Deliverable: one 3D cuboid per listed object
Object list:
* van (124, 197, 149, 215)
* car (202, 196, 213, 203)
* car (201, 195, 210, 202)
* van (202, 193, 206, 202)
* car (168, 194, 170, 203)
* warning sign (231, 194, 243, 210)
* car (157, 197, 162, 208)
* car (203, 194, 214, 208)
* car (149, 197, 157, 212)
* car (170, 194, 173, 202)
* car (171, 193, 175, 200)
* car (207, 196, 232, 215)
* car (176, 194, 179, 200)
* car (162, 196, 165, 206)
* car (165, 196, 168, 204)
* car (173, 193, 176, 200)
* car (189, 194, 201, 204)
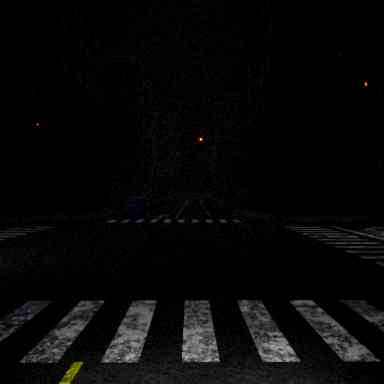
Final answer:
[{"bbox_3d":[-5.681,1.343,33.456,1.690,1.788,3.998,0,0,0],"label":"van"},{"bbox_3d":[3.030,1.552,67.427,2.008,1.369,4.403,0,0,0],"label":"car"},{"bbox_3d":[3.091,1.437,78.765,1.967,1.590,4.097,0,0,0],"label":"car"},{"bbox_3d":[2.968,1.344,56.088,1.690,1.788,3.998,0,0,0],"label":"van"},{"bbox_3d":[-5.528,1.527,61.627,1.752,1.417,4.829,0,0,0],"label":"car"},{"bbox_3d":[5.278,1.118,39.392,1.300,1.860,1.060,0,0,0],"label":"warning sign"},{"bbox_3d":[-5.619,1.569,44.792,1.947,1.339,4.313,0,0,0],"label":"car"},{"bbox_3d":[2.906,1.443,44.749,1.967,1.590,4.097,0,0,0],"label":"car"},{"bbox_3d":[-5.650,1.443,39.124,1.967,1.590,4.097,0,0,0],"label":"car"},{"bbox_3d":[-5.496,1.567,67.465,1.947,1.339,4.313,0,0,0],"label":"car"},{"bbox_3d":[-5.465,1.544,73.133,1.887,1.381,4.507,0,0,0],"label":"car"},{"bbox_3d":[2.845,1.442,33.411,1.967,1.590,4.097,0,0,0],"label":"car"},{"bbox_3d":[-5.373,1.307,90.138,2.192,1.841,5.009,0,0,0],"label":"car"},{"bbox_3d":[-5.589,1.585,50.460,1.802,1.307,4.206,0,0,0],"label":"car"},{"bbox_3d":[-5.558,1.569,56.129,1.947,1.339,4.313,0,0,0],"label":"car"},{"bbox_3d":[-5.435,1.522,78.631,1.752,1.417,4.829,0,0,0],"label":"car"},{"bbox_3d":[0.344,1.566,63.785,1.994,1.385,4.181,0,0,0],"label":"car"}]
